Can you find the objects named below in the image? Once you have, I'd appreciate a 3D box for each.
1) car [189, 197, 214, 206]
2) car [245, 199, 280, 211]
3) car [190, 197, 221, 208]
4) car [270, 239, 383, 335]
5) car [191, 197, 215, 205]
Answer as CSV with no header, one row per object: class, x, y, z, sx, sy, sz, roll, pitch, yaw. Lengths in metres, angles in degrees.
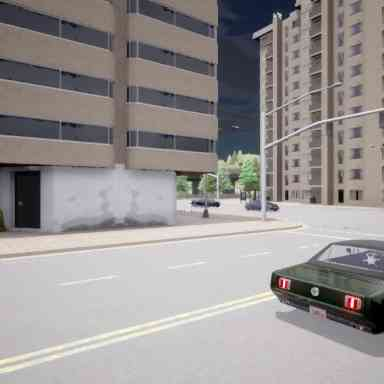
car,1.511,1.564,54.339,1.994,1.385,4.181,0,0,-36
car,8.141,1.564,38.904,1.994,1.385,4.181,0,0,-36
car,2.012,1.601,47.385,1.895,1.301,4.718,0,0,-36
car,3.797,1.601,6.483,4.718,1.301,1.895,0,0,-35
car,1.859,1.601,59.889,1.895,1.301,4.718,0,0,-35
